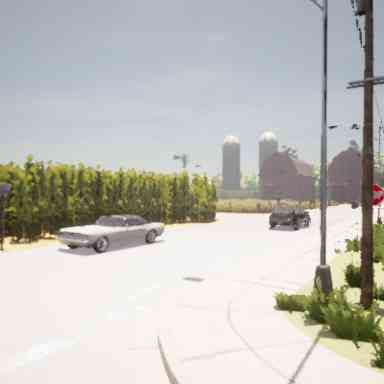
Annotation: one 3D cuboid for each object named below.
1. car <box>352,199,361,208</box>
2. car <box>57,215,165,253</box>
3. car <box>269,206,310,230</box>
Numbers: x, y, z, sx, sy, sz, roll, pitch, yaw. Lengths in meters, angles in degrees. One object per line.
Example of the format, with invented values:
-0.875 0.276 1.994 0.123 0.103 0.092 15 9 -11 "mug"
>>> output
30.653 2.048 60.746 2.097 1.767 4.553 0 -1 33 "car"
-3.302 1.672 14.309 1.895 1.301 4.718 0 0 33 "car"
6.915 1.740 23.372 1.837 1.490 4.892 0 0 32 "car"
